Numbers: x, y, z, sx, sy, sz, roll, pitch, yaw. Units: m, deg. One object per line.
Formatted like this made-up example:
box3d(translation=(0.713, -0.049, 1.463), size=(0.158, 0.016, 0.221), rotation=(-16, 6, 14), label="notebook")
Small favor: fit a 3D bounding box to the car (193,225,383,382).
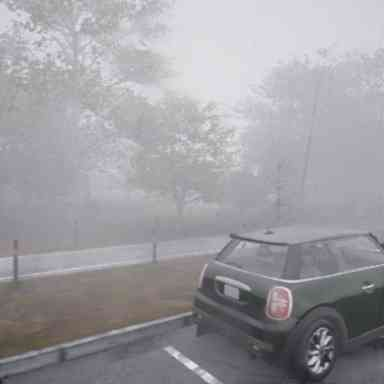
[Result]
box3d(translation=(2.325, 1.360, 5.684), size=(4.553, 1.767, 2.185), rotation=(-1, 0, -33), label="car")
